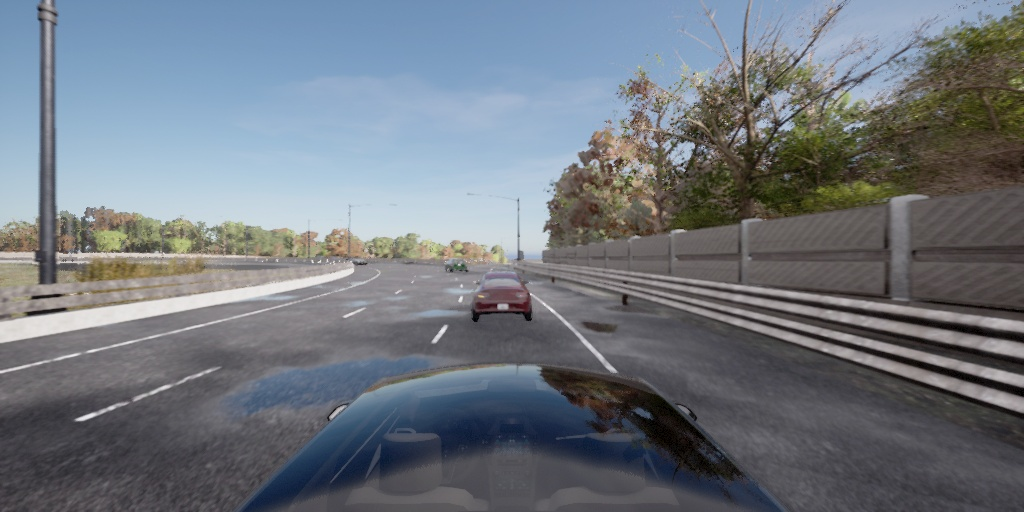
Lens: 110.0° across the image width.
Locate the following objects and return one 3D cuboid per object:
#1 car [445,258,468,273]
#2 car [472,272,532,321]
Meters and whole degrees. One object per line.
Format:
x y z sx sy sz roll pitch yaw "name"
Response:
-6.841 1.058 43.576 2.097 1.767 4.553 0 0 -20 "car"
-0.389 1.266 12.406 1.812 1.442 4.674 0 0 -3 "car"
